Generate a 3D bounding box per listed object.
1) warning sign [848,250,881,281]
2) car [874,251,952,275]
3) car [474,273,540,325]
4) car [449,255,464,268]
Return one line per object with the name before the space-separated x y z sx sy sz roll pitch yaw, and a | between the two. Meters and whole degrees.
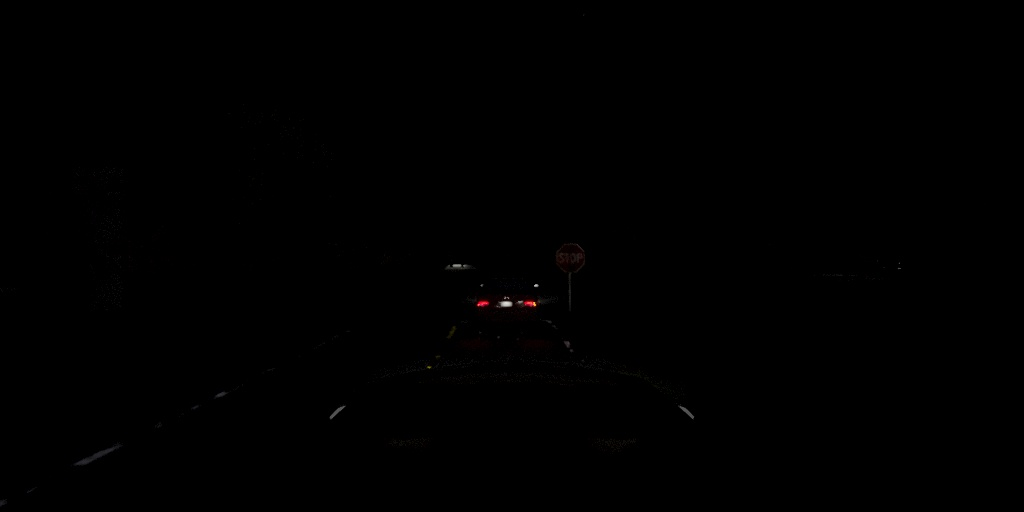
warning sign | 22.228 0.623 22.747 1.060 1.860 1.300 0 0 -6
car | 34.823 0.582 31.132 5.566 2.045 2.150 0 0 -5
car | -0.097 1.264 11.639 2.033 1.411 5.357 0 0 1
car | -8.987 0.813 58.568 2.150 2.045 5.566 0 0 -7
